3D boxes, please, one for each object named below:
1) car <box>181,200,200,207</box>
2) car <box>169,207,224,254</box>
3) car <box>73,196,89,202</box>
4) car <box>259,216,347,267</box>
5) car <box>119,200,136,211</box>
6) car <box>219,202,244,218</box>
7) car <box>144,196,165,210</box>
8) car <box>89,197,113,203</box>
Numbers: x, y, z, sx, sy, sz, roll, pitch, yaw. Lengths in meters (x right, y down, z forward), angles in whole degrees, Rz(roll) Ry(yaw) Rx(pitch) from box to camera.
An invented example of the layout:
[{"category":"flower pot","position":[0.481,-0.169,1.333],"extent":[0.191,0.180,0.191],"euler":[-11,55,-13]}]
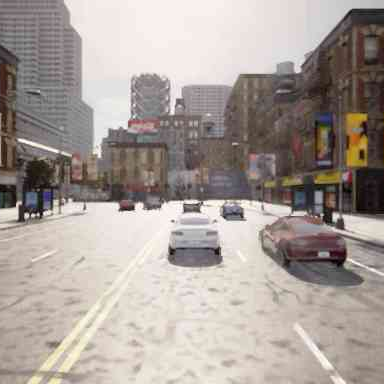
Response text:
[{"category":"car","position":[-0.137,1.551,35.868],"extent":[2.128,1.511,4.902],"euler":[0,0,-3]},{"category":"car","position":[0.085,1.548,13.407],"extent":[1.812,1.442,4.674],"euler":[0,0,0]},{"category":"car","position":[-25.774,1.648,78.006],"extent":[4.674,1.452,2.002],"euler":[0,0,20]},{"category":"car","position":[3.585,1.545,11.364],"extent":[1.812,1.442,4.674],"euler":[0,0,0]},{"category":"car","position":[-7.927,1.668,40.845],"extent":[1.895,1.301,4.718],"euler":[0,0,-13]},{"category":"car","position":[3.584,1.598,30.541],"extent":[2.033,1.411,5.357],"euler":[0,0,0]},{"category":"car","position":[-5.107,1.579,43.468],"extent":[1.837,1.490,4.892],"euler":[1,-1,-17]},{"category":"car","position":[-20.470,1.719,75.836],"extent":[4.718,1.301,1.895],"euler":[0,0,30]}]
